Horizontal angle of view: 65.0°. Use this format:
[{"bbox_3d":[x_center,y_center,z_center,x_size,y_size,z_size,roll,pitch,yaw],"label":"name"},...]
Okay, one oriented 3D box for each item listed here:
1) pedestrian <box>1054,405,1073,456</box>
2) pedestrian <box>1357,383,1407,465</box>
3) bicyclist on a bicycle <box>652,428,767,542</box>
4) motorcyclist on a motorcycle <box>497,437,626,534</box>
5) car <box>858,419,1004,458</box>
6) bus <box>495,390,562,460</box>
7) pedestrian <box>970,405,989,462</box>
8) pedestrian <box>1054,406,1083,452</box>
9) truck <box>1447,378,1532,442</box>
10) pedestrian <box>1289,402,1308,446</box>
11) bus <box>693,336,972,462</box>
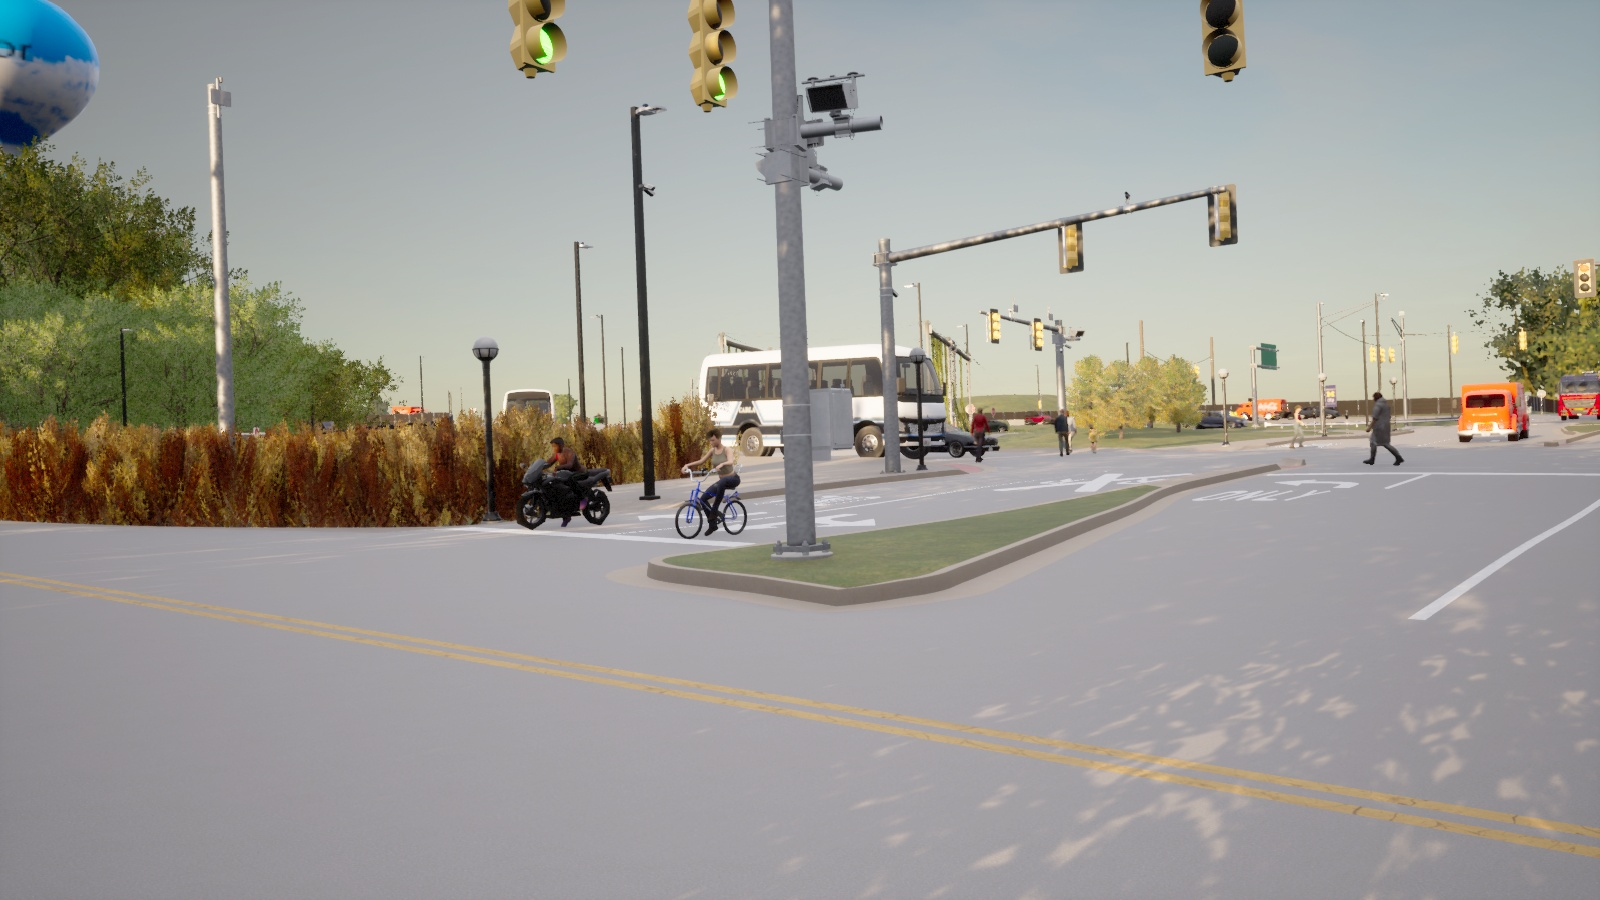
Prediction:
[{"bbox_3d":[9.750,-0.723,46.503,0.402,1.842,0.726,-3,0,31],"label":"pedestrian"},{"bbox_3d":[14.234,-0.621,30.719,0.873,1.952,0.659,-3,0,45],"label":"pedestrian"},{"bbox_3d":[-1.327,0.498,18.665,0.866,1.612,1.509,-1,0,41],"label":"bicyclist on a bicycle"},{"bbox_3d":[-3.958,0.559,20.984,0.797,1.523,2.044,-1,0,39],"label":"motorcyclist on a motorcycle"},{"bbox_3d":[5.071,-0.435,49.106,5.357,1.411,2.033,0,1,37],"label":"car"},{"bbox_3d":[-17.993,-1.689,83.095,3.944,4.253,10.273,-2,2,-13],"label":"bus"},{"bbox_3d":[5.822,-0.541,40.748,0.331,1.846,0.636,-3,0,31],"label":"pedestrian"},{"bbox_3d":[11.115,-0.855,52.026,0.874,1.855,0.900,-3,0,27],"label":"pedestrian"},{"bbox_3d":[29.426,-1.737,53.490,2.627,2.467,5.204,-2,2,34],"label":"truck"},{"bbox_3d":[20.903,-1.080,52.671,0.594,1.836,0.345,-3,0,39],"label":"pedestrian"},{"bbox_3d":[1.029,-1.754,47.453,10.273,4.253,3.944,0,1,41],"label":"bus"}]
